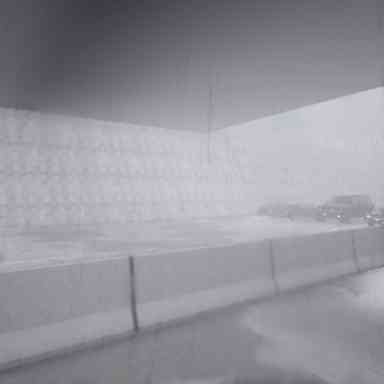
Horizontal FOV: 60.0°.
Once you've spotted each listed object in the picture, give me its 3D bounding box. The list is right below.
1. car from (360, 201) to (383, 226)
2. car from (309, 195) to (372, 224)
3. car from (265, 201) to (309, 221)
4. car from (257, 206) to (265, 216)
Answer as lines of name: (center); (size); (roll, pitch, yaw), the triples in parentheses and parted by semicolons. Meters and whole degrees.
car: (13.547, 1.515, 22.222); (4.892, 1.490, 1.837); (0, 0, -35)
car: (11.655, 1.231, 25.172); (5.566, 2.045, 2.150); (0, 0, -35)
car: (8.534, 1.610, 27.246); (4.718, 1.301, 1.895); (0, 0, -35)
car: (8.051, 1.574, 31.195); (4.181, 1.385, 1.994); (0, 0, -35)
